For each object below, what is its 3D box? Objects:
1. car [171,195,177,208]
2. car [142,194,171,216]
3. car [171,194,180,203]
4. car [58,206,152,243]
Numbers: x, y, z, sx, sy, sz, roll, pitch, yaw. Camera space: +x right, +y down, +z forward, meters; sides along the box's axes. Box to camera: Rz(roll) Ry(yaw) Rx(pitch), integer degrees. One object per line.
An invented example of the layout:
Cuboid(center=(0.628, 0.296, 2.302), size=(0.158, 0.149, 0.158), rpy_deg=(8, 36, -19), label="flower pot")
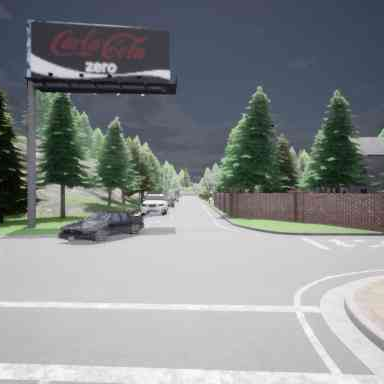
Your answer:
Cuboid(center=(-3.566, 1.564, 48.127), size=(1.994, 1.385, 4.181), rpy_deg=(0, 0, -1), label="car")
Cuboid(center=(-3.590, 1.224, 32.812), size=(2.150, 2.045, 5.566), rpy_deg=(0, 0, 0), label="car")
Cuboid(center=(-3.469, 1.161, 63.520), size=(2.097, 1.767, 4.553), rpy_deg=(0, 0, 0), label="car")
Cuboid(center=(-4.443, 1.707, 17.508), size=(2.033, 1.411, 5.357), rpy_deg=(0, 0, 22), label="car")
